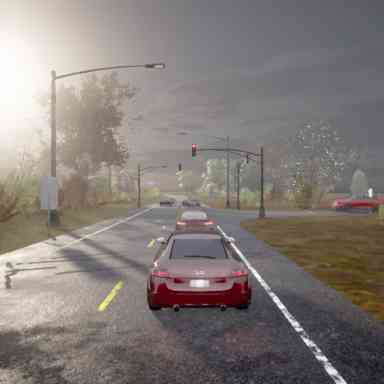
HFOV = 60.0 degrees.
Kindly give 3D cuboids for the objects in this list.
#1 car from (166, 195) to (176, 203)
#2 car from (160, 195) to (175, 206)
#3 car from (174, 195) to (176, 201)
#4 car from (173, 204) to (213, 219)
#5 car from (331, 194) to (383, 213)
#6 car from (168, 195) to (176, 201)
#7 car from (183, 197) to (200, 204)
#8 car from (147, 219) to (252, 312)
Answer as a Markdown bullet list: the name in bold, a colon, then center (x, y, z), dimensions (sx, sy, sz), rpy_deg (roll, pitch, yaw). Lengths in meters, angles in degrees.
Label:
- **car**: center (-4.583, 1.482, 72.738), dimensions (1.882, 1.535, 5.008), rpy_deg (0, 0, -2)
- **car**: center (-4.140, 1.603, 53.175), dimensions (1.895, 1.301, 4.718), rpy_deg (0, 0, -1)
- **car**: center (-4.345, 1.567, 62.364), dimensions (1.994, 1.385, 4.181), rpy_deg (0, 0, -1)
- **car**: center (0.067, 1.526, 16.566), dimensions (1.812, 1.442, 4.674), rpy_deg (0, 0, -2)
- **car**: center (18.542, 1.234, 37.018), dimensions (5.566, 2.045, 2.150), rpy_deg (0, 0, 1)
- **car**: center (-4.941, 1.483, 83.186), dimensions (1.882, 1.535, 5.008), rpy_deg (0, 0, -2)
- **car**: center (-0.101, 1.493, 47.346), dimensions (2.128, 1.511, 4.902), rpy_deg (0, 0, -11)
- **car**: center (0.102, 1.564, 7.806), dimensions (1.994, 1.385, 4.181), rpy_deg (0, 0, -1)
